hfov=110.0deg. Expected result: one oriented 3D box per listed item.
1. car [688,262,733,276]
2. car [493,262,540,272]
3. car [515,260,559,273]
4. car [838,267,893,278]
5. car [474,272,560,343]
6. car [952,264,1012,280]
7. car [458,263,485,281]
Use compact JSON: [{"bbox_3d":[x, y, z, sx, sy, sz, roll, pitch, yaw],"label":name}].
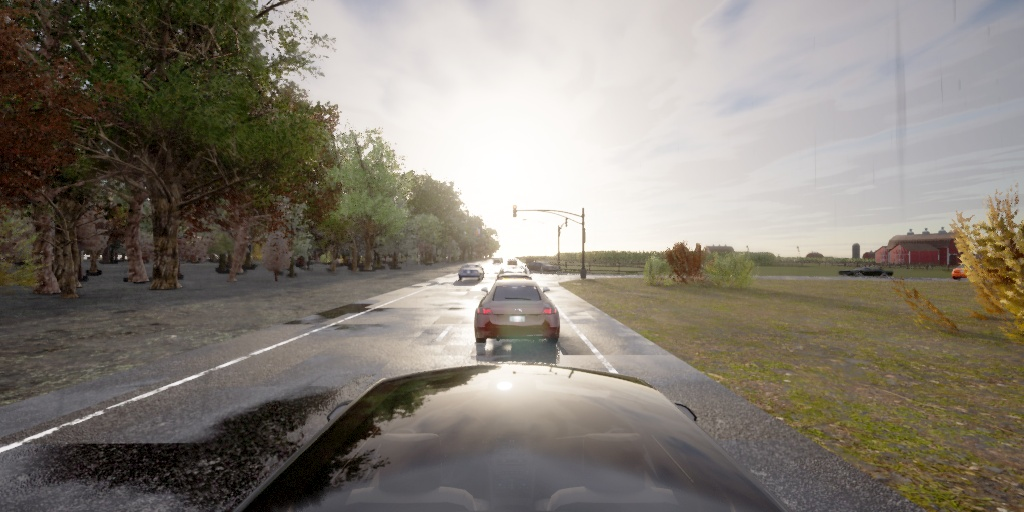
[{"bbox_3d":[22.681,1.406,40.919,4.553,1.767,2.097,1,-1,0],"label":"car"},{"bbox_3d":[0.094,1.245,18.573,2.128,1.511,4.902,0,0,0],"label":"car"},{"bbox_3d":[3.341,1.369,45.121,2.033,1.411,5.357,1,2,-44],"label":"car"},{"bbox_3d":[40.174,1.846,40.835,4.718,1.301,1.895,1,-1,0],"label":"car"},{"bbox_3d":[0.100,1.316,9.675,1.994,1.385,4.181,0,0,0],"label":"car"},{"bbox_3d":[48.889,1.633,37.213,4.553,1.767,2.097,1,-1,0],"label":"car"},{"bbox_3d":[-3.411,1.303,30.561,2.033,1.411,5.357,0,0,0],"label":"car"}]
